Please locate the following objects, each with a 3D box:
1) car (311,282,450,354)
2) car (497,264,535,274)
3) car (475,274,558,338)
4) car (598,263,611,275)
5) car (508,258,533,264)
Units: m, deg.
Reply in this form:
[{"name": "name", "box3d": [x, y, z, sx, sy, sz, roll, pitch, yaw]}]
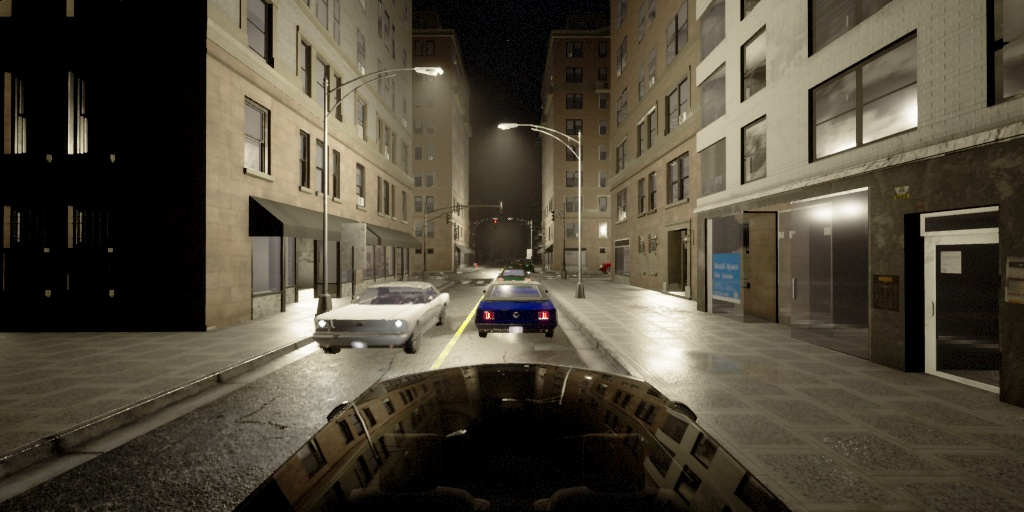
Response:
[{"name": "car", "box3d": [-2.852, 1.352, 8.888, 1.895, 1.301, 4.718, 0, 0, 0]}, {"name": "car", "box3d": [0.092, 1.321, 20.073, 1.994, 1.385, 4.181, 0, 0, 0]}, {"name": "car", "box3d": [0.099, 1.352, 10.184, 1.895, 1.301, 4.718, 0, 0, 0]}, {"name": "car", "box3d": [12.255, 1.103, 39.970, 5.009, 1.841, 2.192, 0, 0, 0]}, {"name": "car", "box3d": [1.102, 1.139, 43.203, 2.097, 1.767, 4.553, 0, 0, -18]}]
